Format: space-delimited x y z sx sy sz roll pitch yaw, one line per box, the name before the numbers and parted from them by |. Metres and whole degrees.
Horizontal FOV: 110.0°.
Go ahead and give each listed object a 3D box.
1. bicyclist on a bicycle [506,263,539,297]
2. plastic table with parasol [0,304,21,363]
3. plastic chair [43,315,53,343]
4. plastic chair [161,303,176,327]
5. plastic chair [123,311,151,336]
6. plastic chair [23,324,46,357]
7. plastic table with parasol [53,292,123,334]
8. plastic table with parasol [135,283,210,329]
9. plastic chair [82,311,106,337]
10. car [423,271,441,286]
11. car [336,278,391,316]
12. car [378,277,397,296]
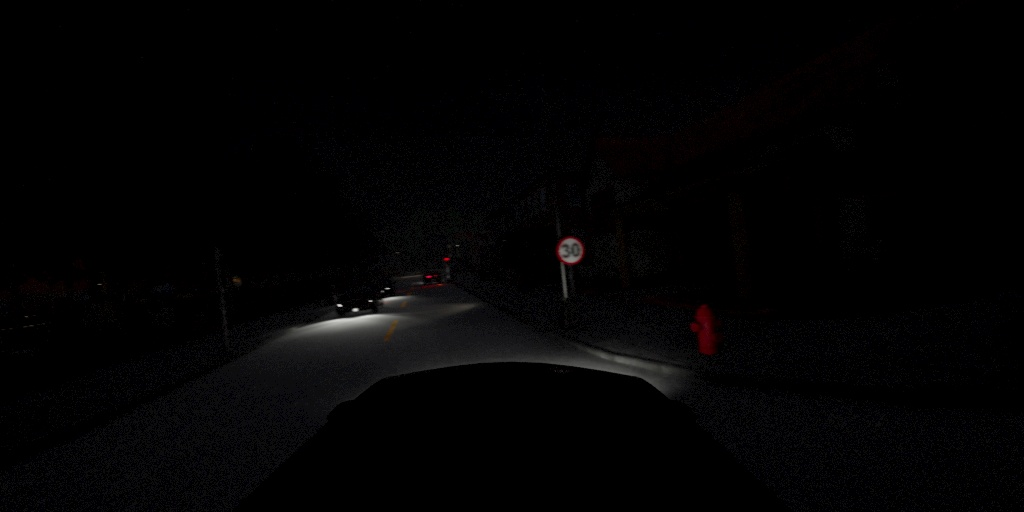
bicyclist on a bicycle | 0.470 1.147 17.318 1.656 1.620 0.582 -6 0 -14
plastic table with parasol | -16.682 2.506 10.620 2.482 2.480 2.482 0 0 36
plastic chair | -24.638 3.982 19.378 0.750 1.272 0.730 0 0 36
plastic chair | -17.062 3.179 18.170 0.730 1.272 0.750 0 0 37
plastic chair | -18.845 3.346 18.016 0.750 1.272 0.730 0 0 36
plastic chair | -15.961 3.042 11.732 0.750 1.272 0.730 0 0 41
plastic table with parasol | -23.831 3.306 20.341 2.482 2.480 2.482 0 0 36
plastic table with parasol | -18.038 2.681 18.981 2.482 2.480 2.482 0 0 36
plastic chair | -22.864 3.798 19.523 0.730 1.272 0.750 0 0 36
car | -8.993 2.429 40.326 2.128 1.511 4.902 -6 0 -14
car | -8.141 2.261 19.633 2.033 1.411 5.357 -6 0 -14
car | -10.574 2.536 29.423 1.837 1.490 4.892 -6 0 -14
